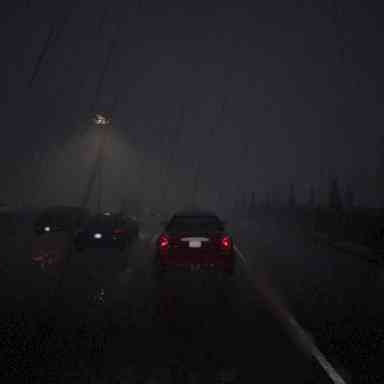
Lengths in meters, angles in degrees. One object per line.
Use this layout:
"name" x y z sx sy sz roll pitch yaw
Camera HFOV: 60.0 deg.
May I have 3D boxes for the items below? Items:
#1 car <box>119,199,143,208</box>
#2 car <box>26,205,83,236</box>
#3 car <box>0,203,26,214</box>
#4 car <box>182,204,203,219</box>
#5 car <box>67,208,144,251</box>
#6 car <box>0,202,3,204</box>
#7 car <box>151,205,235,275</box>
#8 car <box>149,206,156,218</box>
"car" -7.014 1.949 38.567 2.150 2.045 5.566 0 -4 0
"car" -6.952 1.525 18.394 1.837 1.490 4.892 0 0 0
"car" -14.082 1.809 28.430 1.895 1.301 4.718 0 -2 0
"car" 0.002 1.979 33.811 1.994 1.385 4.181 0 -3 0
"car" -3.439 1.578 14.148 1.994 1.385 4.181 0 0 0
"car" -17.584 1.557 28.367 2.097 1.767 4.553 0 -2 0
"car" 0.072 1.359 10.623 2.097 1.767 4.553 0 0 0
"car" -3.507 2.184 36.522 1.895 1.301 4.718 0 -4 0
